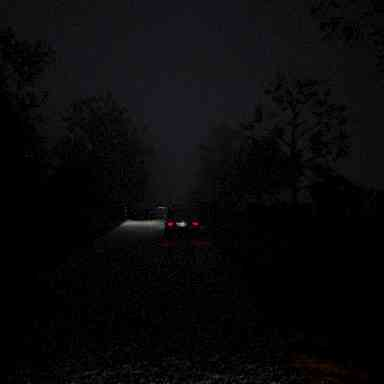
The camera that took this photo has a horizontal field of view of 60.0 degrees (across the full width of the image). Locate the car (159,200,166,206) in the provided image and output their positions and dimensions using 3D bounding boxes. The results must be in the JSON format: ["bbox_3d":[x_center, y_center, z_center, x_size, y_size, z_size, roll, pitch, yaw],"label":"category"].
[{"bbox_3d":[-6.589,2.514,70.422,1.837,1.490,4.892,0,-2,-3],"label":"car"}]

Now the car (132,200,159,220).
[{"bbox_3d":[-4.213,1.626,29.875,1.882,1.535,5.008,0,-1,-4],"label":"car"}]

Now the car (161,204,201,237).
[{"bbox_3d":[-0.566,1.600,18.275,2.033,1.411,5.357,0,0,-3],"label":"car"}]

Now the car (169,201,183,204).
[{"bbox_3d":[-2.031,1.853,42.091,1.812,1.442,4.674,0,-1,-4],"label":"car"}]
